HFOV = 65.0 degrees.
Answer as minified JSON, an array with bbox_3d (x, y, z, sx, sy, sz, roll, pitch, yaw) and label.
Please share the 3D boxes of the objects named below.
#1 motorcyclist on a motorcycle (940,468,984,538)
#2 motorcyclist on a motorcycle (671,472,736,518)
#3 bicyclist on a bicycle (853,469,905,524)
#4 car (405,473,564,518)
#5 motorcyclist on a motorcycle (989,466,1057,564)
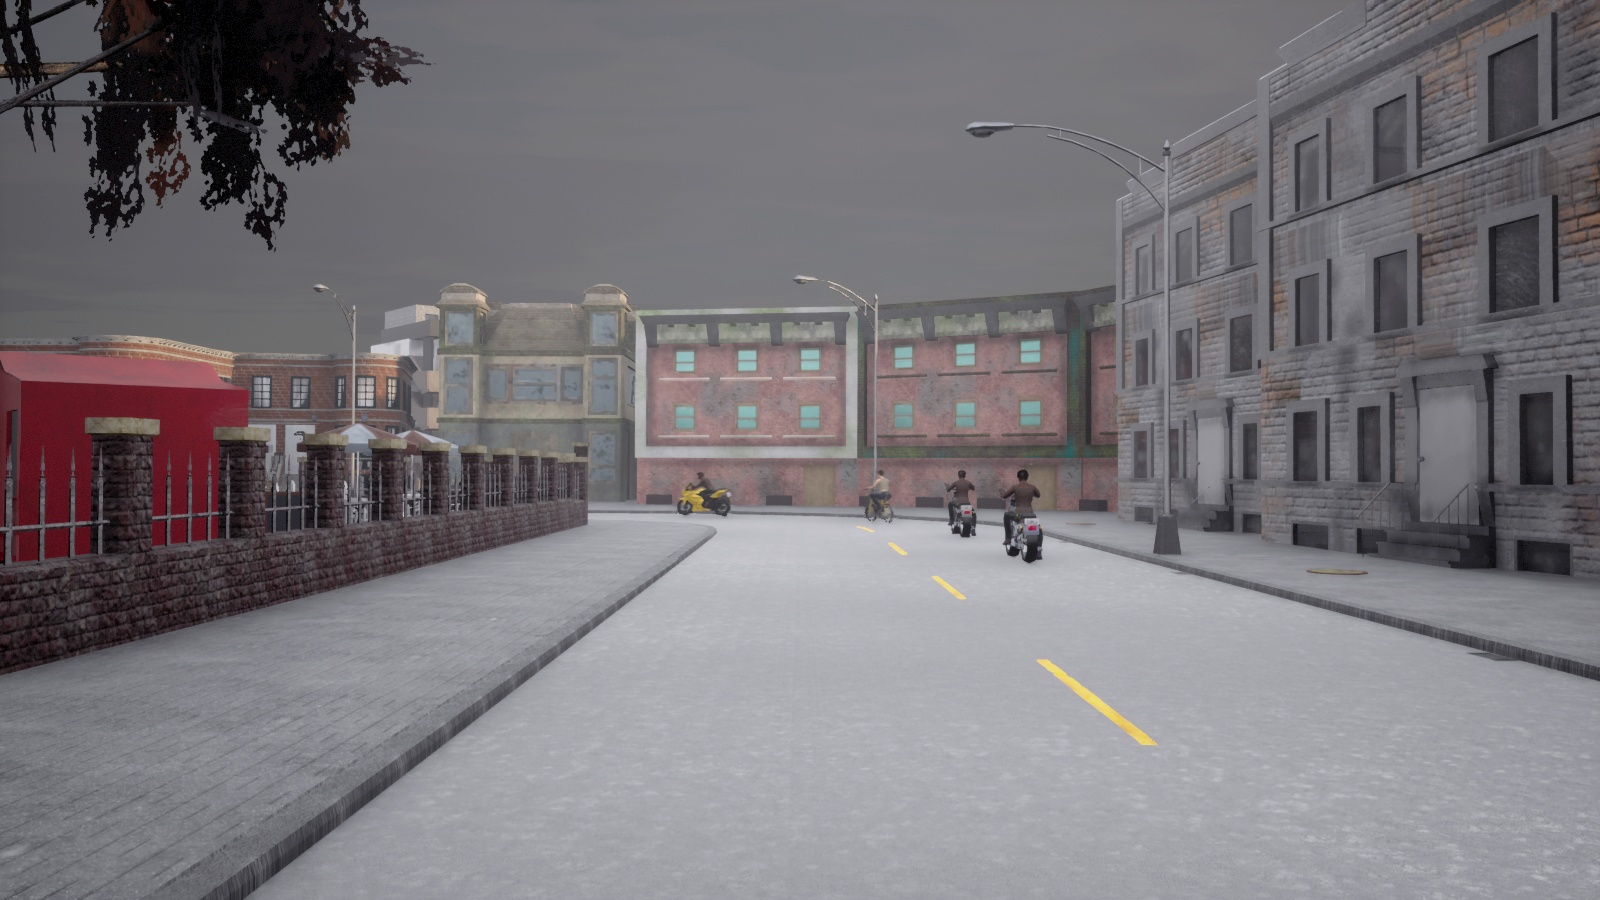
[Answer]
[{"bbox_3d":[3.925,1.262,30.589,0.766,1.649,2.350,0,-1,0],"label":"motorcyclist on a motorcycle"},{"bbox_3d":[-3.282,1.526,42.617,2.044,1.523,0.797,-1,-1,22],"label":"motorcyclist on a motorcycle"},{"bbox_3d":[2.389,1.380,37.983,0.866,1.612,1.509,0,-1,-29],"label":"bicyclist on a bicycle"},{"bbox_3d":[-10.887,1.565,43.519,5.008,1.535,1.882,0,-1,1],"label":"car"},{"bbox_3d":[3.945,1.124,22.401,0.766,1.649,2.350,0,-1,0],"label":"motorcyclist on a motorcycle"}]
